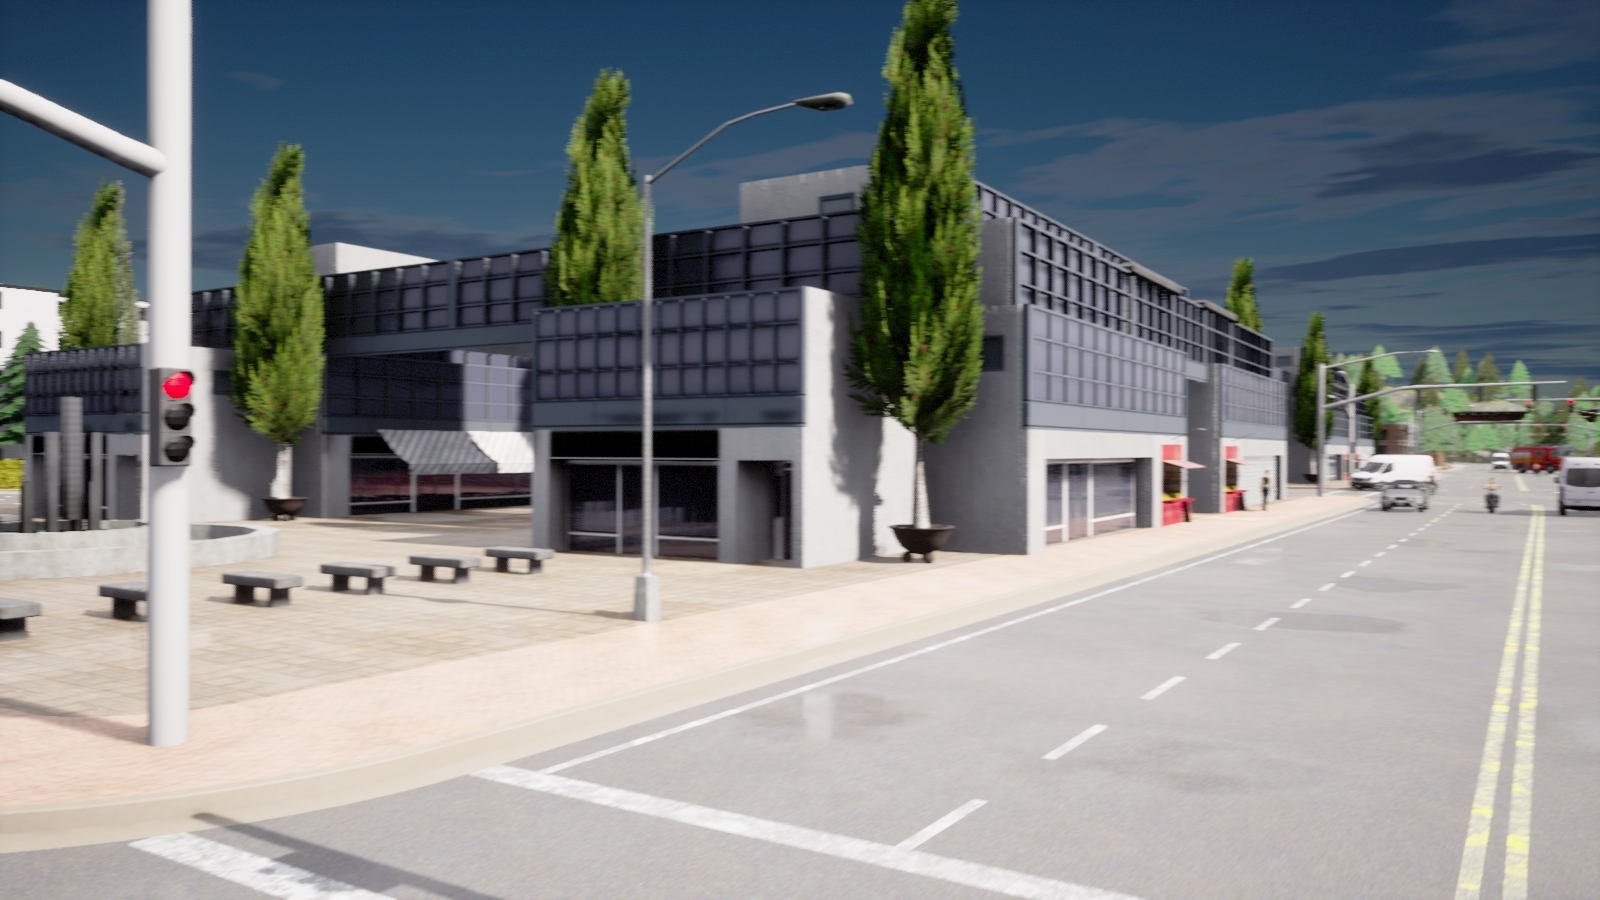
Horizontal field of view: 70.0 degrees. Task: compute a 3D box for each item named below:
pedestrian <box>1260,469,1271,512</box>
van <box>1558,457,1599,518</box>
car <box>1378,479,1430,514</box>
[{"bbox_3d":[20.355,1.750,49.995,0.375,1.860,0.375,0,0,31],"label":"pedestrian"},{"bbox_3d":[35.282,1.622,51.344,1.988,2.561,5.915,0,0,33],"label":"van"},{"bbox_3d":[28.405,2.138,53.651,1.816,1.474,4.193,0,0,33],"label":"car"}]
